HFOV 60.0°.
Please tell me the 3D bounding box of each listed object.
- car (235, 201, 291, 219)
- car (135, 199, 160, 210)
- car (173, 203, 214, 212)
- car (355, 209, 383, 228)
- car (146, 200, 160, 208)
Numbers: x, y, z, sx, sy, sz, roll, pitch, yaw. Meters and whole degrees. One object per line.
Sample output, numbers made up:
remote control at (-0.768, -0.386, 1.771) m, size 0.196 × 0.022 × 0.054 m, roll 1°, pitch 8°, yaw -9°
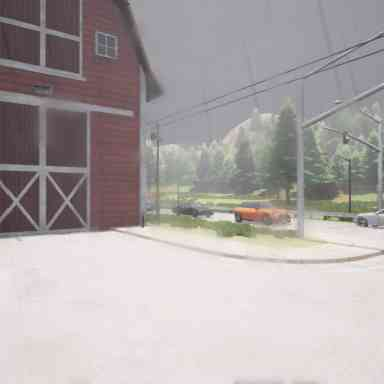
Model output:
car at (5.358, 1.523, 25.558) m, size 2.097 × 1.767 × 4.553 m, roll 0°, pitch 0°, yaw -34°
car at (-6.700, 1.845, 49.529) m, size 1.812 × 1.442 × 4.674 m, roll 0°, pitch 0°, yaw -34°
car at (-0.024, 1.768, 33.412) m, size 2.033 × 1.411 × 5.357 m, roll 0°, pitch 0°, yaw -35°
car at (12.845, 1.658, 21.171) m, size 1.812 × 1.442 × 4.674 m, roll 0°, pitch -1°, yaw -34°
car at (-5.649, 1.837, 41.625) m, size 1.994 × 1.385 × 4.181 m, roll 0°, pitch 0°, yaw -35°
